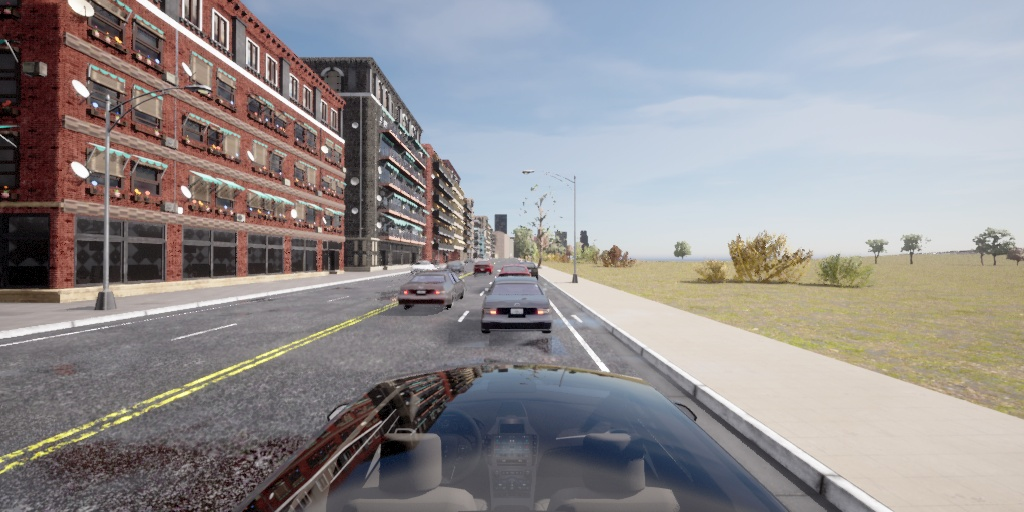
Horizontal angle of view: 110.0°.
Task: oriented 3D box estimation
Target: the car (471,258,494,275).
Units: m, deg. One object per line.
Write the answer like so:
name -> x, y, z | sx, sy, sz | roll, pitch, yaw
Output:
car -> -3.068, 1.231, 39.498 | 1.882, 1.535, 5.008 | 0, 0, 0

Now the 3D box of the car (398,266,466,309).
car -> -3.125, 1.299, 14.899 | 2.033, 1.411, 5.357 | 0, 0, 0

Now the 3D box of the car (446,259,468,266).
car -> -6.501, 1.279, 41.023 | 1.812, 1.442, 4.674 | 0, 0, 0

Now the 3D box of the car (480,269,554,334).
car -> 0.118, 1.299, 10.627 | 2.033, 1.411, 5.357 | 0, 0, 0

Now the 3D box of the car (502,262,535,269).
car -> 0.144, 1.230, 21.167 | 1.882, 1.535, 5.008 | 0, 0, 0

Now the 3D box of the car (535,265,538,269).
car -> 1.199, 1.231, 30.604 | 1.882, 1.535, 5.008 | 0, 0, 0

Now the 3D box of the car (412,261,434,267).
car -> -9.769, 1.279, 39.411 | 1.812, 1.442, 4.674 | 0, 0, 0
